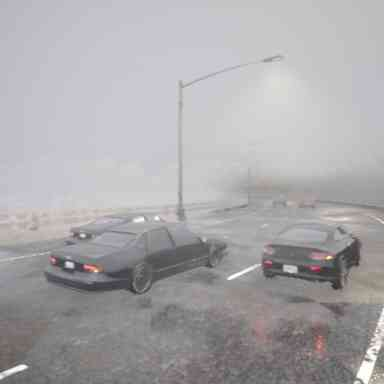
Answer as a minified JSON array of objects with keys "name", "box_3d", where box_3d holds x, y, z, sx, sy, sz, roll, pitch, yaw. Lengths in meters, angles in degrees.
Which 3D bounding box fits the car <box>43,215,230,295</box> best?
[{"name":"car","box_3d":[-1.010,1.513,8.746,2.033,1.411,5.357,0,0,35]}]

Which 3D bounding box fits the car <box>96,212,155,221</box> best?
[{"name":"car","box_3d":[-2.243,1.495,13.145,2.033,1.411,5.357,0,0,33]}]

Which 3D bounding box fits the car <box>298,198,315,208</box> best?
[{"name":"car","box_3d":[15.687,1.455,45.487,1.994,1.385,4.181,0,0,15]}]

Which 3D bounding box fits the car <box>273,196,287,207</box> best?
[{"name":"car","box_3d":[13.067,1.361,49.657,2.128,1.511,4.902,0,0,12]}]

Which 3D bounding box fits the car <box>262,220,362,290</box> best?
[{"name":"car","box_3d":[3.437,1.501,9.155,1.812,1.442,4.674,1,1,34]}]
